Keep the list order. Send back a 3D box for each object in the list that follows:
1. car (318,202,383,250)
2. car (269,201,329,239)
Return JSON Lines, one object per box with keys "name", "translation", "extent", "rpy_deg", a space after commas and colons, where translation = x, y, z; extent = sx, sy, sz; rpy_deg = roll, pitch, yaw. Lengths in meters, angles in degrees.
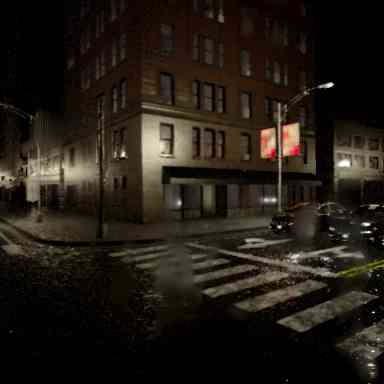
{"name": "car", "translation": [7.246, 1.215, 12.830], "extent": [4.892, 1.490, 1.837], "rpy_deg": [-1, 1, -35]}
{"name": "car", "translation": [5.732, 1.217, 15.736], "extent": [4.892, 1.490, 1.837], "rpy_deg": [-1, 1, -35]}
